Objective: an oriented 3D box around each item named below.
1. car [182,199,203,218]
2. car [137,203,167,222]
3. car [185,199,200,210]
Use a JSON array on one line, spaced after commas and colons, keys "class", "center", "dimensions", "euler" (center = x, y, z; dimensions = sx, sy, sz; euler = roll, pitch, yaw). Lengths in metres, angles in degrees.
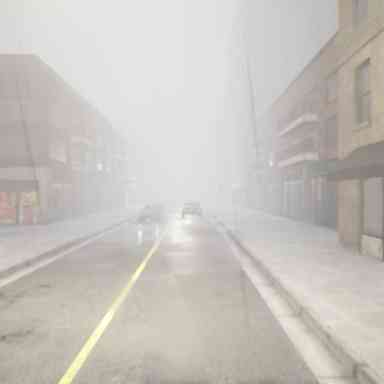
[{"class": "car", "center": [0.002, 1.534, 30.322], "dimensions": [2.033, 1.411, 5.357], "euler": [0, 0, 0]}, {"class": "car", "center": [-3.003, 1.579, 26.068], "dimensions": [2.033, 1.411, 5.357], "euler": [0, 0, 0]}, {"class": "car", "center": [0.039, 1.587, 44.397], "dimensions": [1.895, 1.301, 4.718], "euler": [0, 0, 1]}]
